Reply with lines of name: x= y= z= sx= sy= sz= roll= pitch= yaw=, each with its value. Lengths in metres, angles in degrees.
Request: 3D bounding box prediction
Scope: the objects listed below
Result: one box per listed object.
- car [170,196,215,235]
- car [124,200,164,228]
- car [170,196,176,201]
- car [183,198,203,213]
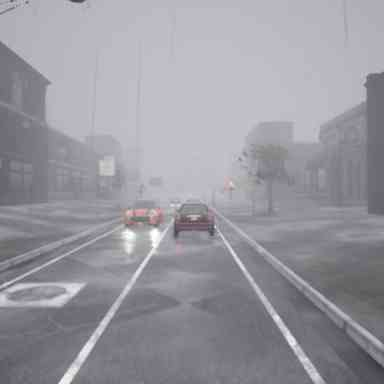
car: x=0.107 y=1.326 z=18.606 sx=2.097 sy=1.767 sz=4.553 roll=0 pitch=0 yaw=0
car: x=-3.089 y=1.317 z=22.045 sx=2.097 sy=1.767 sz=4.553 roll=0 pitch=0 yaw=0
car: x=-3.012 y=1.527 z=62.302 sx=2.128 sy=1.511 sz=4.902 roll=0 pitch=-1 yaw=1
car: x=0.101 y=1.464 z=36.735 sx=2.033 sy=1.411 sz=5.357 roll=0 pitch=0 yaw=0
